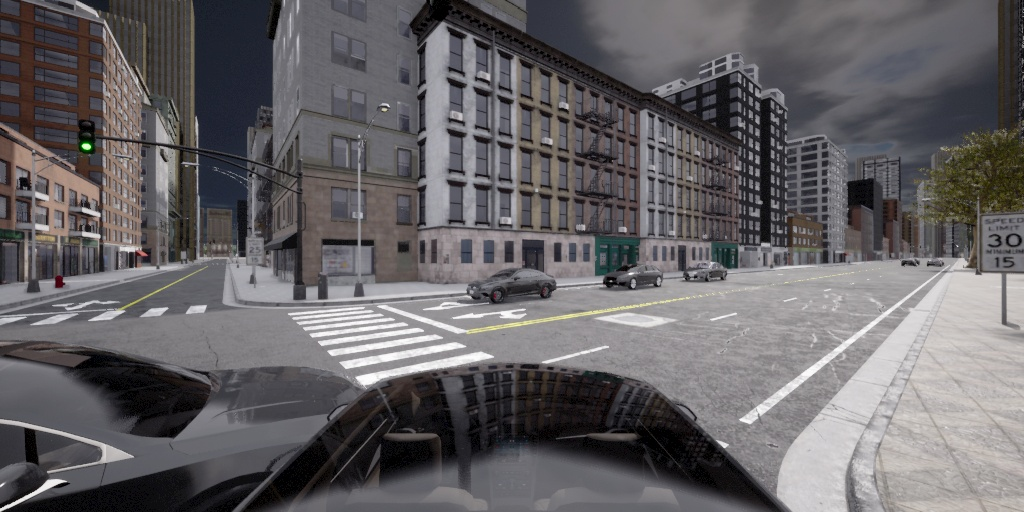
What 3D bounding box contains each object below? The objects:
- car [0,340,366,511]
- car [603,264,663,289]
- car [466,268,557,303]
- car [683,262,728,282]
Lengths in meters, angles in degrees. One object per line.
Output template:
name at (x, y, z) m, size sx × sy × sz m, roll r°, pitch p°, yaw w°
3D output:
car at (-3.209, 1.257, 1.880) m, size 4.892 × 1.490 × 1.837 m, roll 0°, pitch 0°, yaw -34°
car at (7.829, 1.259, 22.992) m, size 4.892 × 1.490 × 1.837 m, roll 0°, pitch 0°, yaw -38°
car at (0.090, 1.287, 16.827) m, size 4.674 × 1.442 × 1.812 m, roll 0°, pitch 0°, yaw -39°
car at (15.889, 1.237, 29.400) m, size 4.902 × 1.511 × 2.128 m, roll 0°, pitch 0°, yaw -38°
